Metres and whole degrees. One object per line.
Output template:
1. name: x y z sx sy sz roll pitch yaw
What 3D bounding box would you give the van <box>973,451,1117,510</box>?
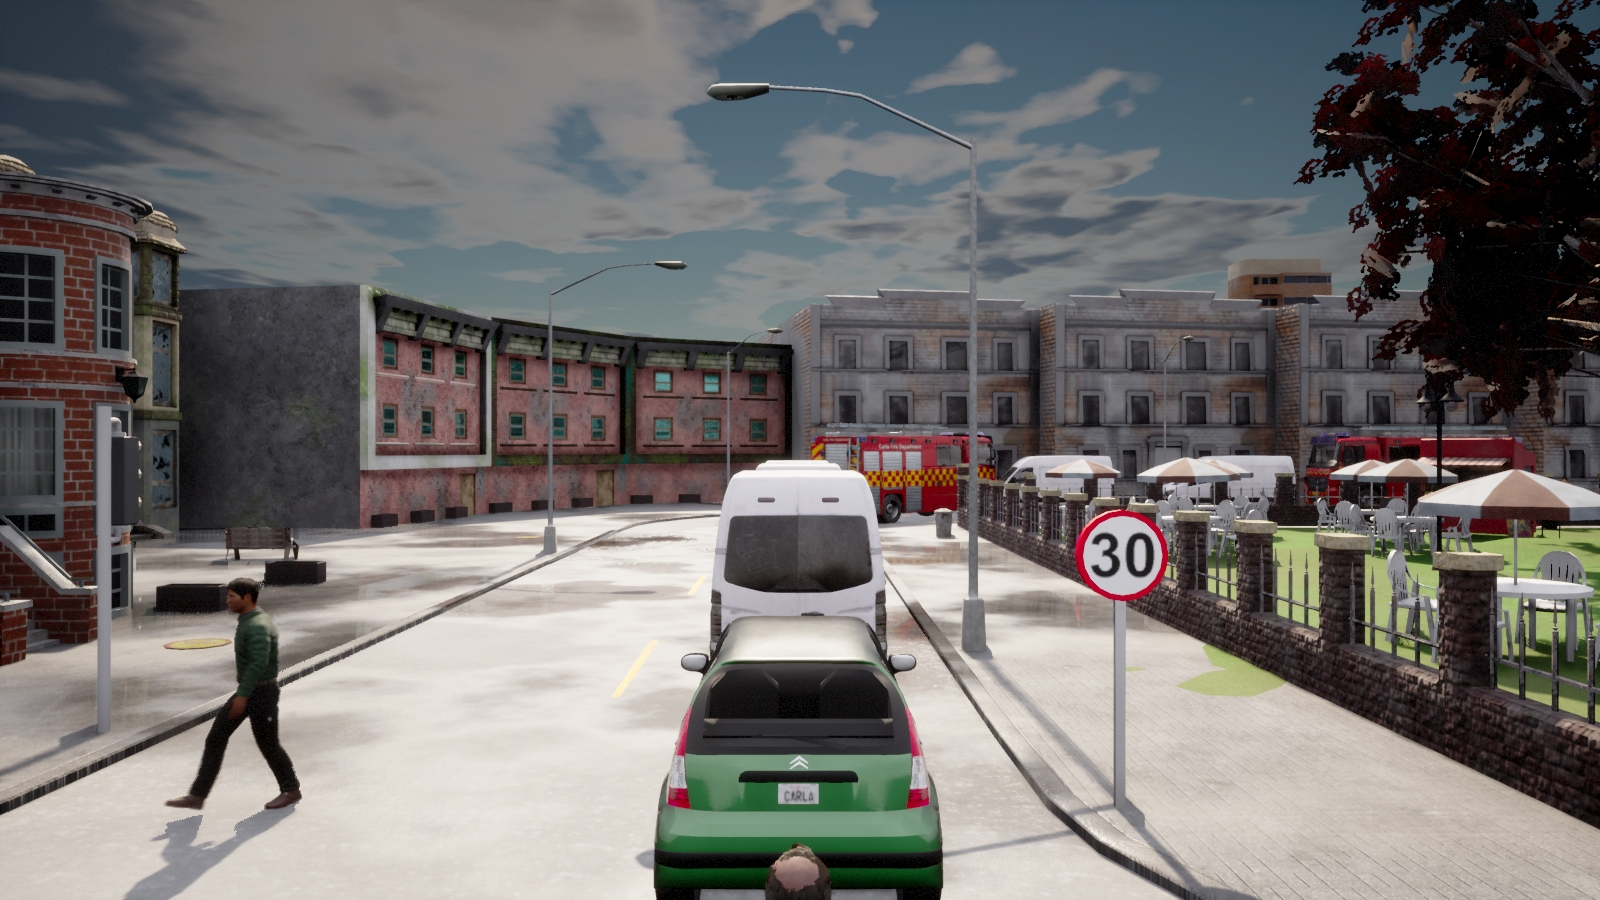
1. van: 10.768 1.314 50.430 5.915 2.561 1.988 0 0 0

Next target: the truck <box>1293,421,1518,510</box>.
1. truck: 26.739 0.670 50.713 8.468 3.827 2.891 0 0 0

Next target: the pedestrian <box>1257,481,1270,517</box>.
1. pedestrian: 16.991 1.805 41.882 0.375 1.300 0.375 0 0 5

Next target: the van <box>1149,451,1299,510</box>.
1. van: 18.656 1.314 50.452 5.915 2.561 1.988 0 0 0

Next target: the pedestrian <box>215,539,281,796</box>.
1. pedestrian: -4.212 1.629 8.715 0.375 1.860 0.375 0 0 -38

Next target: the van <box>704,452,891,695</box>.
1. van: -0.025 1.315 15.105 1.988 2.561 5.915 0 0 0

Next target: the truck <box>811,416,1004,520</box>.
1. truck: 4.502 0.672 46.247 8.468 3.827 2.891 0 0 -43

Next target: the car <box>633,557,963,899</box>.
1. car: -0.015 1.779 8.404 1.851 1.617 3.988 0 0 0
